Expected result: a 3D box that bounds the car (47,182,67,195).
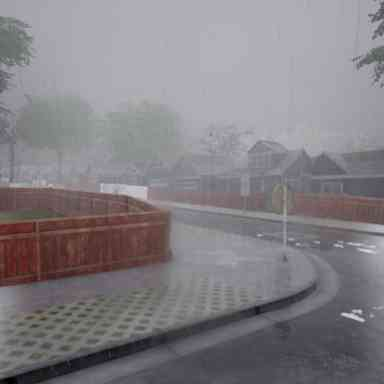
[{"bbox_3d":[-18.995,-0.445,46.714,2.097,1.767,4.553,1,2,-35],"label":"car"}]
